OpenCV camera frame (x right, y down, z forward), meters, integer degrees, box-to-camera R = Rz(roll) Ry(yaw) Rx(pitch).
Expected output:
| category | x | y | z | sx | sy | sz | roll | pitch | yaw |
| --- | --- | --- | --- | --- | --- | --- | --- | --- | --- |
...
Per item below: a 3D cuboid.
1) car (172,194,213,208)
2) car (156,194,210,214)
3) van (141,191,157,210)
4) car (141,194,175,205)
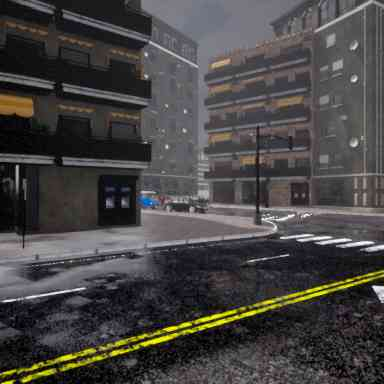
| category | x | y | z | sx | sy | sz | roll | pitch | yaw |
| --- | --- | --- | --- | --- | --- | --- | --- | --- | --- |
| car | 0.013 | 1.042 | 39.301 | 4.403 | 1.369 | 2.008 | 1 | 0 | 37 |
| car | -0.604 | 1.138 | 29.301 | 4.403 | 1.369 | 2.008 | 1 | 0 | 37 |
| van | -5.024 | 0.818 | 32.609 | 3.998 | 1.788 | 1.690 | 1 | 0 | 37 |
| car | -4.414 | 0.962 | 42.608 | 4.206 | 1.307 | 1.802 | 1 | 0 | 37 |
